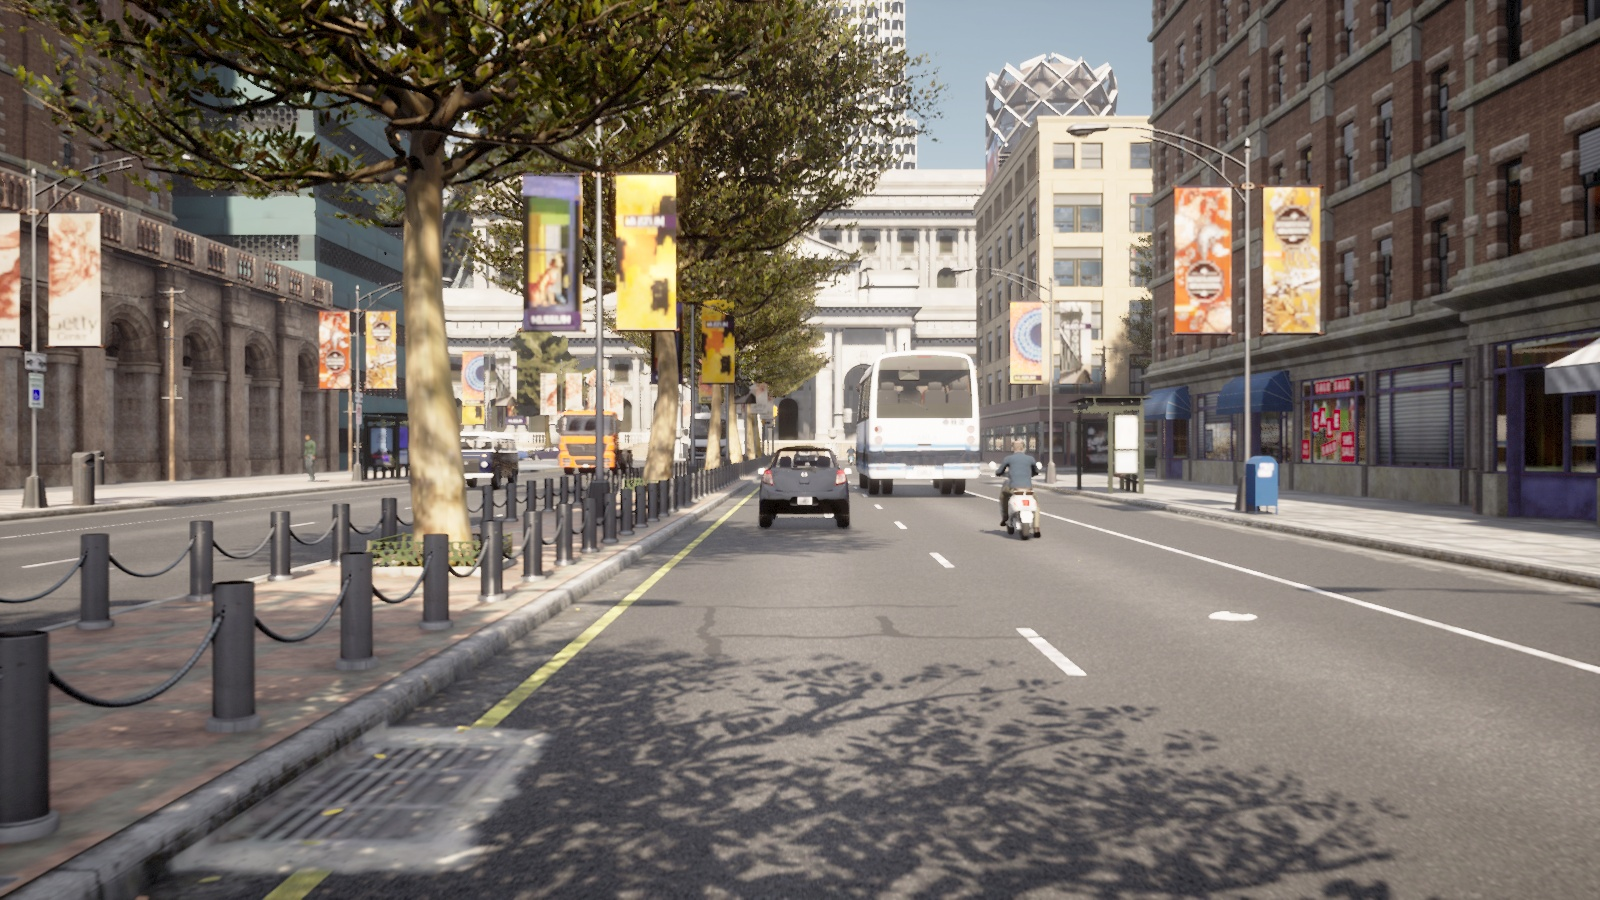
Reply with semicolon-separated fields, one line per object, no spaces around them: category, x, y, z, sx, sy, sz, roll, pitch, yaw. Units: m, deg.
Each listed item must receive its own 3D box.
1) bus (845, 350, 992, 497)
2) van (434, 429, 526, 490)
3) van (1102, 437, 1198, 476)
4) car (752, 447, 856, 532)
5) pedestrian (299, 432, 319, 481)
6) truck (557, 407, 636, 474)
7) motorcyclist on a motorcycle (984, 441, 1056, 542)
bus;3.626;-0.776;41.557;3.944;4.253;10.273;0;0;0
van;-11.271;0.340;44.551;2.069;2.038;4.480;0;-1;0
van;18.015;0.321;64.822;4.442;1.987;1.775;0;0;-1
car;0.093;0.693;24.157;1.845;1.501;3.633;0;0;1
pedestrian;-18.662;0.253;47.729;0.353;1.847;0.614;0;0;27
truck;-11.009;-0.467;68.737;2.891;3.462;7.936;0;0;1
motorcyclist on a motorcycle;3.563;0.645;20.496;0.866;1.590;1.817;0;0;0
